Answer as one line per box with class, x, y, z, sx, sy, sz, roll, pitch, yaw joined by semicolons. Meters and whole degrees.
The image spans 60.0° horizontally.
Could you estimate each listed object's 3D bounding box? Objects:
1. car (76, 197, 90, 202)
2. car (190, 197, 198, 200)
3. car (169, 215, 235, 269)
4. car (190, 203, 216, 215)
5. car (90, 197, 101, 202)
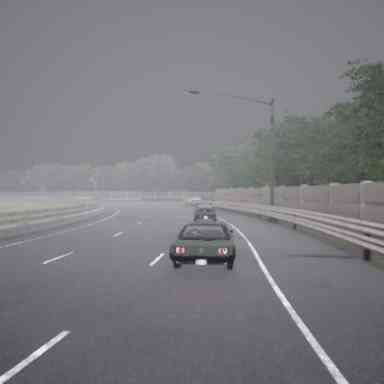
car;-30.088;2.100;89.547;1.994;1.385;4.181;1;-1;-43
car;0.049;2.234;92.700;1.812;1.442;4.674;0;-1;37
car;0.475;1.697;11.522;1.895;1.301;4.718;0;0;5
car;0.952;1.741;28.340;1.837;1.490;4.892;1;-1;-3
car;-26.576;1.967;90.815;1.882;1.535;5.008;1;-1;-40
